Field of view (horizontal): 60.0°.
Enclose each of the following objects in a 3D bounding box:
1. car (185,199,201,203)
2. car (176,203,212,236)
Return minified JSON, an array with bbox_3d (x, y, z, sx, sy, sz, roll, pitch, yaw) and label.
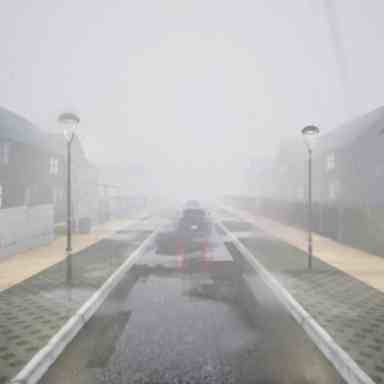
[{"bbox_3d":[0.097,1.551,40.454,1.812,1.442,4.674,0,0,0],"label":"car"},{"bbox_3d":[0.099,1.537,18.456,1.812,1.442,4.674,0,0,0],"label":"car"}]
